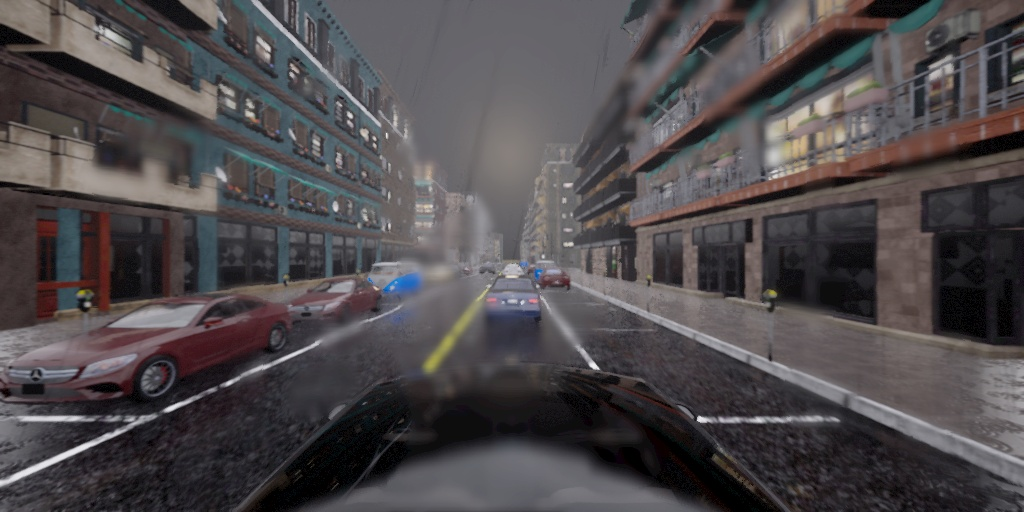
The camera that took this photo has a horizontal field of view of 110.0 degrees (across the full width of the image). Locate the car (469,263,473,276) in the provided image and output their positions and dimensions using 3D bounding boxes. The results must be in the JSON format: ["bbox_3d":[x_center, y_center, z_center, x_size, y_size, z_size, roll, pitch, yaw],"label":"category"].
[{"bbox_3d":[-5.736,1.467,42.172,1.967,1.591,4.097,0,0,0],"label":"car"}]

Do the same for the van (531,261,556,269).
[{"bbox_3d":[2.688,1.269,28.973,1.690,1.789,3.998,0,0,0],"label":"van"}]

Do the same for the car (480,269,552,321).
[{"bbox_3d":[0.065,1.366,12.740,2.033,1.411,5.357,0,0,0],"label":"car"}]

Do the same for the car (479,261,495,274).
[{"bbox_3d":[-3.068,1.604,45.872,2.033,1.411,5.357,0,0,0],"label":"car"}]

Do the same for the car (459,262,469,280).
[{"bbox_3d":[-5.693,1.535,34.661,1.948,1.339,4.313,0,0,0],"label":"car"}]

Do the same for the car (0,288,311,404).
[{"bbox_3d":[-5.691,1.360,6.355,1.802,1.307,4.207,0,0,0],"label":"car"}]

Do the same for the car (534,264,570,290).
[{"bbox_3d":[2.688,1.434,23.313,1.888,1.381,4.507,0,0,0],"label":"car"}]

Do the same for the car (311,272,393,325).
[{"bbox_3d":[-5.691,1.395,12.015,1.802,1.307,4.207,0,0,0],"label":"car"}]

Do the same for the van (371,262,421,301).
[{"bbox_3d":[-5.692,1.191,17.678,1.690,1.789,3.998,0,0,0],"label":"van"}]

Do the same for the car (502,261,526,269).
[{"bbox_3d":[0.085,1.483,33.080,1.812,1.442,4.674,0,0,0],"label":"car"}]

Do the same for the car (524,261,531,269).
[{"bbox_3d":[2.795,1.640,45.953,1.802,1.307,4.207,0,0,0],"label":"car"}]

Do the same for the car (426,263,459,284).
[{"bbox_3d":[-5.692,1.454,28.830,1.751,1.417,4.829,0,0,0],"label":"car"}]
